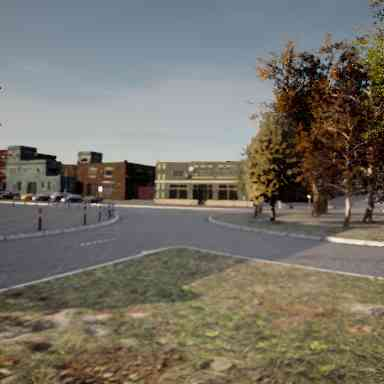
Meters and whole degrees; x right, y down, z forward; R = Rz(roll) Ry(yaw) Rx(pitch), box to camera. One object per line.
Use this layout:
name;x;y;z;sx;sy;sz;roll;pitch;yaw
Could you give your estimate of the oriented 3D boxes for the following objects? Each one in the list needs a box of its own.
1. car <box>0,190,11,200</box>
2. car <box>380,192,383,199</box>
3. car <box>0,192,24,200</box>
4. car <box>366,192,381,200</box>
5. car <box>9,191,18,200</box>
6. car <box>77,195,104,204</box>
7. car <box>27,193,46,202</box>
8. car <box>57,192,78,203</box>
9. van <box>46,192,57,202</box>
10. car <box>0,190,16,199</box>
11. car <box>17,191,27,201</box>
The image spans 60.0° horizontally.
car;-38.259;0.734;72.814;2.435;2.045;5.566;2;0;27
car;45.000;1.311;81.270;1.946;1.575;5.366;1;3;38
car;-40.670;0.917;74.217;1.946;1.575;5.366;2;0;27
car;41.594;1.532;76.928;1.946;1.575;5.366;1;3;38
car;-35.804;1.055;71.528;2.231;1.521;4.892;2;0;27
car;-18.608;1.513;62.694;2.163;1.488;4.792;1;-1;27
car;-30.842;1.066;69.021;2.185;1.767;4.553;2;0;27
car;-23.414;1.255;65.223;2.185;1.767;4.553;1;0;27
van;-26.068;1.092;66.415;1.878;1.987;4.442;1;0;27
car;-43.345;0.594;75.350;2.435;2.045;5.566;2;0;27
car;-33.447;1.119;70.309;2.097;1.535;5.008;2;0;27
